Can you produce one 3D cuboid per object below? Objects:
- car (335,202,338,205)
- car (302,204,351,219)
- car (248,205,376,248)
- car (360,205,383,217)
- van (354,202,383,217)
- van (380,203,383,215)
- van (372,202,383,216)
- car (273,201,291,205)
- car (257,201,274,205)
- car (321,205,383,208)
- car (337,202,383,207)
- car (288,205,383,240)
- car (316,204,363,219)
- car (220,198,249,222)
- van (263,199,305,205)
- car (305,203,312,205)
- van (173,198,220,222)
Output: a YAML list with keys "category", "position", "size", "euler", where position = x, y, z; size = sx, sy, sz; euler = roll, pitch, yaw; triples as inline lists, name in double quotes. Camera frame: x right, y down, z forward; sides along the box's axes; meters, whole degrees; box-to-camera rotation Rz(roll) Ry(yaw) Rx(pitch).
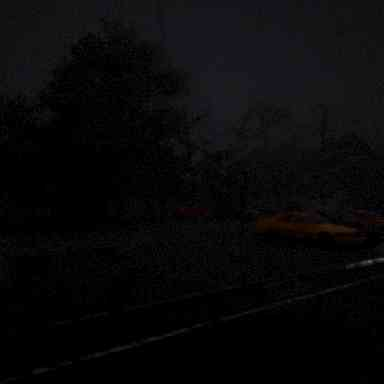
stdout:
- category: "car"
  position: [13.593, 2.189, 38.011]
  size: [2.097, 1.535, 5.008]
  euler: [2, -1, -35]
- category: "car"
  position: [15.950, 2.277, 39.691]
  size: [2.097, 1.535, 5.008]
  euler: [2, -1, -35]
- category: "car"
  position: [5.426, 1.644, 15.909]
  size: [1.946, 1.575, 5.366]
  euler: [2, -1, -35]
- category: "car"
  position: [27.219, 2.698, 47.733]
  size: [2.097, 1.535, 5.008]
  euler: [2, -1, -35]
- category: "van"
  position: [25.040, 2.388, 46.031]
  size: [1.878, 1.987, 4.442]
  euler: [2, -1, -35]
- category: "van"
  position: [31.655, 2.702, 51.031]
  size: [1.878, 1.987, 4.442]
  euler: [3, -2, -35]
- category: "van"
  position: [29.428, 2.567, 49.158]
  size: [1.878, 1.987, 4.442]
  euler: [3, -2, -35]
- category: "car"
  position: [6.930, 1.941, 33.262]
  size: [2.231, 1.521, 4.892]
  euler: [2, -1, -35]
- category: "car"
  position: [4.782, 1.855, 31.511]
  size: [1.946, 1.575, 5.366]
  euler: [2, -1, -35]
- category: "car"
  position: [9.826, 1.776, 19.280]
  size: [2.097, 1.535, 5.008]
  euler: [2, -1, -35]
- category: "car"
  position: [12.075, 1.728, 20.913]
  size: [2.185, 1.767, 4.553]
  euler: [2, -1, -35]
- category: "car"
  position: [7.570, 1.709, 17.671]
  size: [2.231, 1.521, 4.892]
  euler: [2, -1, -35]
- category: "car"
  position: [18.206, 2.362, 41.297]
  size: [2.231, 1.521, 4.892]
  euler: [2, -1, -35]
- category: "car"
  position: [2.410, 1.528, 30.082]
  size: [2.435, 2.045, 5.566]
  euler: [2, -1, -35]
- category: "van"
  position: [9.120, 1.798, 34.973]
  size: [1.878, 1.987, 4.442]
  euler: [2, -1, -35]
- category: "car"
  position: [11.458, 1.983, 36.457]
  size: [2.185, 1.767, 4.553]
  euler: [2, -1, -35]
- category: "van"
  position: [0.003, 1.483, 28.477]
  size: [1.878, 1.987, 4.442]
  euler: [2, -1, -35]
